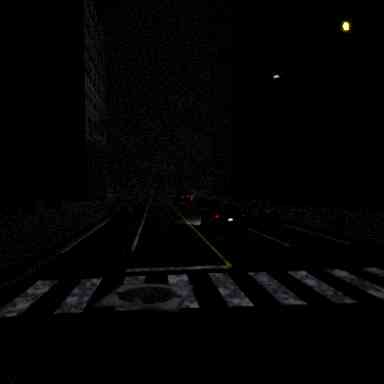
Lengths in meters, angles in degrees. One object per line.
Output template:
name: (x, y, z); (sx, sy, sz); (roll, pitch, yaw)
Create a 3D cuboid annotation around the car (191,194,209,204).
car: (1.088, 0.970, 47.894); (1.887, 1.381, 4.507); (-1, 1, -6)

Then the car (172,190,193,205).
car: (-1.525, 0.695, 46.398); (2.150, 2.045, 5.566); (-1, 1, -6)

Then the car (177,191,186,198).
car: (-2.583, 0.589, 80.480); (1.752, 1.417, 4.829); (-1, 1, -6)

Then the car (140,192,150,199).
car: (-10.426, 0.794, 73.956); (1.947, 1.339, 4.313); (-1, 1, -6)

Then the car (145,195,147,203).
car: (-6.165, 1.233, 36.135); (1.802, 1.307, 4.206); (-1, 1, -6)

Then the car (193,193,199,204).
car: (1.697, 1.031, 42.490); (1.887, 1.381, 4.507); (-1, 1, -6)

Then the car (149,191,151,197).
car: (-8.600, 0.959, 57.747); (2.008, 1.369, 4.403); (-1, 1, -6)

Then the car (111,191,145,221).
car: (-4.951, 1.090, 25.325); (2.192, 1.841, 5.009); (-1, 1, -6)

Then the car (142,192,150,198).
car: (-11.625, 0.638, 84.593); (1.752, 1.417, 4.829); (-1, 1, -6)

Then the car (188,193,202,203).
car: (0.460, 0.888, 53.465); (1.752, 1.417, 4.829); (-1, 1, -6)

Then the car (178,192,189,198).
car: (-1.955, 0.675, 74.909); (2.008, 1.369, 4.403); (-1, 1, -6)

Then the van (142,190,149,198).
van: (-11.037, 0.510, 79.356); (1.690, 1.788, 3.998); (-1, 1, -6)

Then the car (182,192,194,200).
car: (-0.757, 0.767, 64.271); (1.752, 1.417, 4.829); (-1, 1, -6)

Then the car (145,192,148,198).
car: (-6.756, 1.118, 41.368); (1.752, 1.417, 4.829); (-1, 1, -6)

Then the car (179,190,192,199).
car: (-1.349, 0.499, 69.503); (2.192, 1.841, 5.009); (-1, 1, -6)

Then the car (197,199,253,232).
car: (1.695, 1.350, 18.737); (1.994, 1.385, 4.181); (-1, 1, -6)

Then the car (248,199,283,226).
car: (4.130, 1.173, 20.877); (1.967, 1.590, 4.097); (-1, 1, -6)

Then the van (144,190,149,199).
van: (-7.994, 0.810, 52.341); (1.690, 1.788, 3.998); (-1, 1, -6)

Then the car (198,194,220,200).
car: (2.306, 1.098, 37.087); (2.008, 1.369, 4.403); (-1, 1, -6)

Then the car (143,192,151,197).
car: (-12.252, 0.618, 90.165); (1.947, 1.339, 4.313); (-1, 1, -6)
